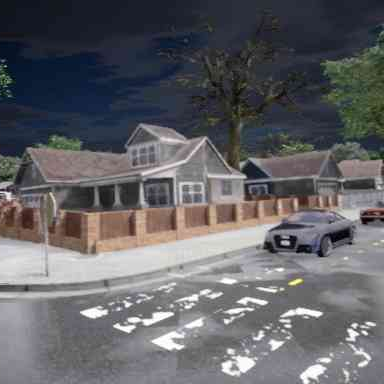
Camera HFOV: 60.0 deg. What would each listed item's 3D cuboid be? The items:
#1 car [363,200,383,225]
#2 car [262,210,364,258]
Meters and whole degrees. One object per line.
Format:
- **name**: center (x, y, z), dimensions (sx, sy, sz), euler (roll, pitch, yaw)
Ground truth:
- **car**: center (11.104, 1.100, 18.822), dimensions (1.895, 1.301, 4.718), euler (-4, -1, 44)
- **car**: center (4.223, 1.339, 11.741), dimensions (1.994, 1.385, 4.181), euler (-4, -1, 43)
